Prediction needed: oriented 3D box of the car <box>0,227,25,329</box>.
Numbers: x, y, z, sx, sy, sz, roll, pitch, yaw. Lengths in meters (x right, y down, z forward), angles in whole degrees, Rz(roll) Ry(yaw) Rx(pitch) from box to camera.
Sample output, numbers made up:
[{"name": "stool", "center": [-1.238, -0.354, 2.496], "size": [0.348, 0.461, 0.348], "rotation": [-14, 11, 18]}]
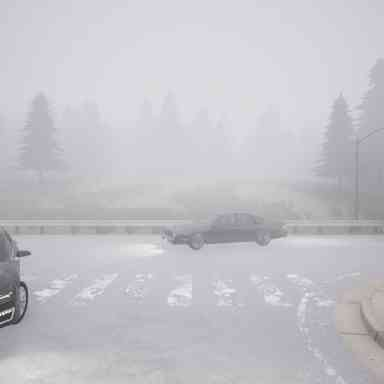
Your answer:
[{"name": "car", "center": [-4.457, 1.505, 6.620], "size": [1.837, 1.490, 4.892], "rotation": [0, 0, -28]}]

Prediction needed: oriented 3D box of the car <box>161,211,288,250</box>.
[{"name": "car", "center": [1.458, 1.547, 14.261], "size": [5.357, 1.411, 2.033], "rotation": [0, 0, -20]}]

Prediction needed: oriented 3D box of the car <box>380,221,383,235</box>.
[{"name": "car", "center": [11.237, 1.491, 15.139], "size": [4.902, 1.511, 2.128], "rotation": [0, 0, 0]}]
